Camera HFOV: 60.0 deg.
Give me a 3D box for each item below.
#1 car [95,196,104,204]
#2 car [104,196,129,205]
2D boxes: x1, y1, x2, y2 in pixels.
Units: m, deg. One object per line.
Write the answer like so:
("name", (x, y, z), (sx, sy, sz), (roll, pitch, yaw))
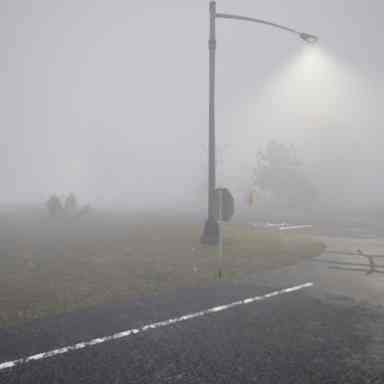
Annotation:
("car", (-16.227, 1.419, 61.018), (2.033, 1.411, 5.357), (0, 0, -34))
("car", (-12.221, 1.432, 55.113), (2.033, 1.411, 5.357), (0, 0, -33))
